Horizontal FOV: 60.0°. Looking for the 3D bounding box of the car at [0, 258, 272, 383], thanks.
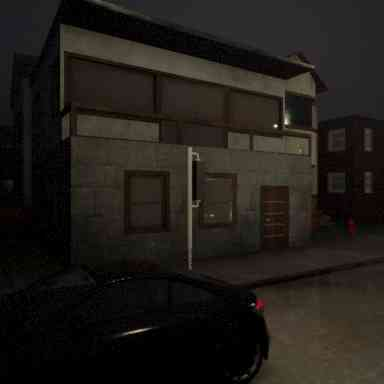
[{"bbox_3d":[-1.098,1.564,3.906,4.181,1.385,1.994,0,0,-31],"label":"car"}]
